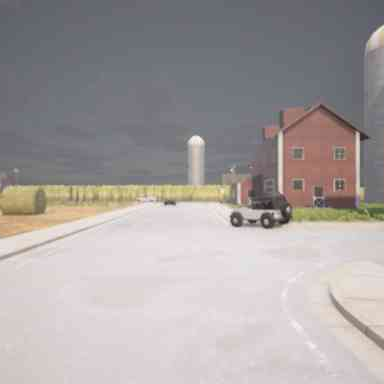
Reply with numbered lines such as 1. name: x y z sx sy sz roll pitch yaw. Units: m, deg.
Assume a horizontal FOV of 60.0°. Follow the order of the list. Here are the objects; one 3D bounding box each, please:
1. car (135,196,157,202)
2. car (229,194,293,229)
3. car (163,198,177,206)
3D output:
1. car: -9.882 1.498 71.722 4.674 1.442 1.812 0 0 1
2. car: 4.165 1.128 20.280 1.905 1.878 3.866 -8 3 -42
3. car: -3.497 1.560 53.229 1.895 1.301 4.718 0 0 0
